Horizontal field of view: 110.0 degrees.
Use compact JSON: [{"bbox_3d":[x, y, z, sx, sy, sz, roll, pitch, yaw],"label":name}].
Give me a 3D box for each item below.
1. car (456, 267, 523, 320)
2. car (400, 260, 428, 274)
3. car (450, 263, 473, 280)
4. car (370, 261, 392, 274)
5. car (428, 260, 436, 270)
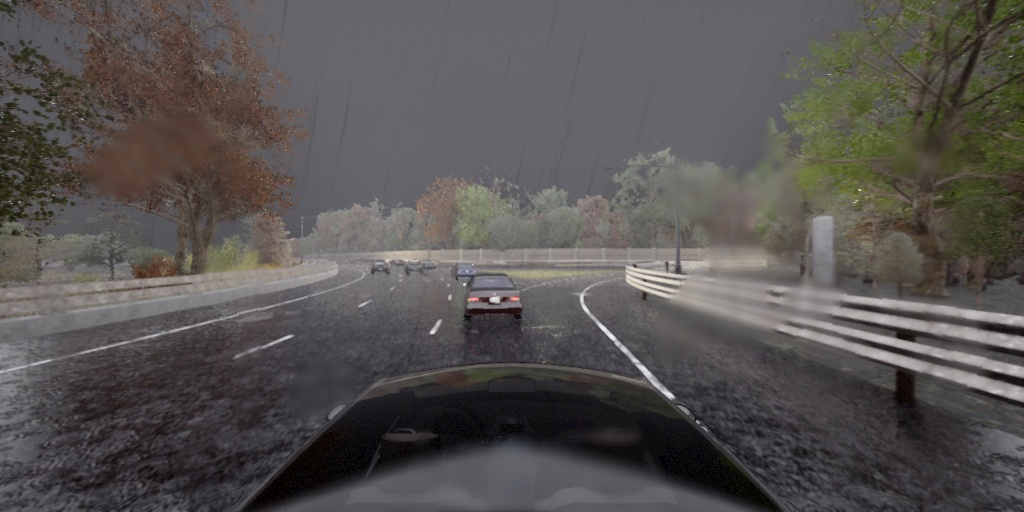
[{"bbox_3d":[-0.768,1.301,12.777,2.033,1.411,5.357,0,0,-6],"label":"car"},{"bbox_3d":[-11.582,1.278,42.055,2.128,1.511,4.902,0,0,-20],"label":"car"},{"bbox_3d":[-4.296,1.314,31.444,2.033,1.411,5.357,0,0,-15],"label":"car"},{"bbox_3d":[-15.745,1.323,42.677,1.812,1.442,4.674,0,0,-22],"label":"car"},{"bbox_3d":[-12.543,1.338,52.409,2.033,1.411,5.357,0,0,-27],"label":"car"}]
